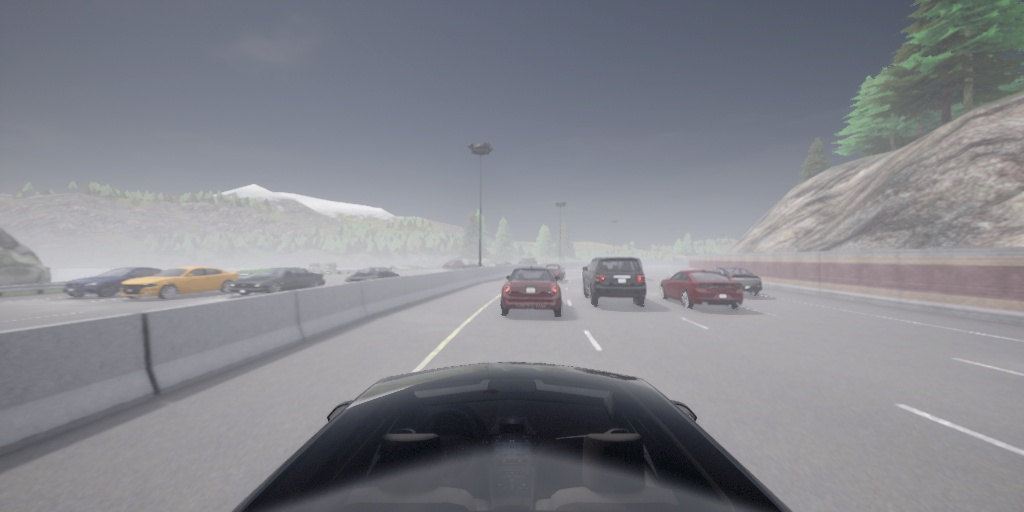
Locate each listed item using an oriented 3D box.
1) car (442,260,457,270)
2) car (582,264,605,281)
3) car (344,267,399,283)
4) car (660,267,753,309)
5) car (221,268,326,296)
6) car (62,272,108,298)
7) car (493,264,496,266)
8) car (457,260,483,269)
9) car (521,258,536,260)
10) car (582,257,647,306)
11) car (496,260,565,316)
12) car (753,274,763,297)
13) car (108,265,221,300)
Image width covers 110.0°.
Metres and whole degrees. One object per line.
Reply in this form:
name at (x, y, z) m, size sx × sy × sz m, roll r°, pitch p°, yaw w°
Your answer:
car at (-9.820, 1.391, 60.155) m, size 2.097 × 1.767 × 4.553 m, roll 0°, pitch 0°, yaw 22°
car at (7.776, 1.519, 34.252) m, size 1.994 × 1.385 × 4.181 m, roll 0°, pitch 0°, yaw 13°
car at (-8.869, 1.401, 22.986) m, size 1.994 × 1.385 × 4.181 m, roll 0°, pitch 0°, yaw 9°
car at (7.976, 1.331, 15.591) m, size 1.882 × 1.535 × 5.008 m, roll 0°, pitch 0°, yaw 6°
car at (-12.836, 1.356, 20.149) m, size 2.033 × 1.411 × 5.357 m, roll 0°, pitch 0°, yaw 7°
car at (-20.000, 1.303, 18.785) m, size 1.812 × 1.442 × 4.674 m, roll 0°, pitch 0°, yaw 7°
car at (-1.708, 1.599, 61.500) m, size 1.812 × 1.442 × 4.674 m, roll 0°, pitch 0°, yaw 23°
car at (-6.602, 1.643, 58.852) m, size 1.895 × 1.301 × 4.718 m, roll 0°, pitch 0°, yaw 22°
car at (2.598, 1.317, 62.707) m, size 2.150 × 2.045 × 5.566 m, roll 0°, pitch 0°, yaw 24°
car at (4.544, 1.068, 16.537) m, size 2.150 × 2.045 × 5.566 m, roll 0°, pitch 0°, yaw 6°
car at (0.808, 1.172, 14.015) m, size 2.097 × 1.767 × 4.553 m, roll 0°, pitch 0°, yaw 5°
car at (12.132, 1.385, 20.351) m, size 2.128 × 1.511 × 4.902 m, roll 0°, pitch 0°, yaw 8°
car at (-16.542, 1.263, 18.250) m, size 1.882 × 1.535 × 5.008 m, roll 0°, pitch 0°, yaw 7°
